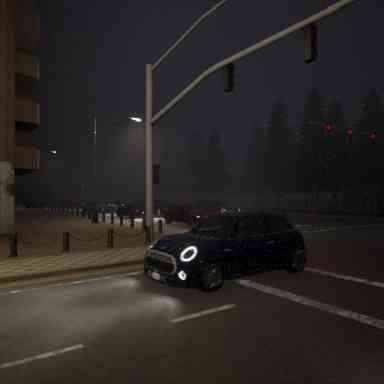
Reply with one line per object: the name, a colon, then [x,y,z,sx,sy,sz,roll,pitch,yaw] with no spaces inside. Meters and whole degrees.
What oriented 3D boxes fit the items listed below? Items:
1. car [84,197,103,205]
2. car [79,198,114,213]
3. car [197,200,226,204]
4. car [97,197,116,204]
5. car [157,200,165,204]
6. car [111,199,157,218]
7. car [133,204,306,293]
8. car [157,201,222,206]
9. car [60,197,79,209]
car: [-17.987,1.656,60.388,1.895,1.301,4.718,0,0,-36]
car: [-11.146,1.656,38.586,1.895,1.301,4.718,0,0,-36]
car: [1.895,1.407,26.465,2.097,1.767,4.553,0,0,-36]
car: [-16.662,1.656,64.508,1.895,1.301,4.718,0,0,-36]
car: [-3.342,1.547,33.734,2.128,1.511,4.902,0,0,-36]
car: [-5.403,1.619,30.602,1.994,1.385,4.181,0,0,-36]
car: [1.001,1.352,9.001,4.553,1.767,2.097,0,0,-35]
car: [-0.286,1.581,23.533,1.812,1.442,4.674,0,0,-37]
car: [-17.256,1.533,47.131,1.882,1.535,5.008,0,0,-35]
